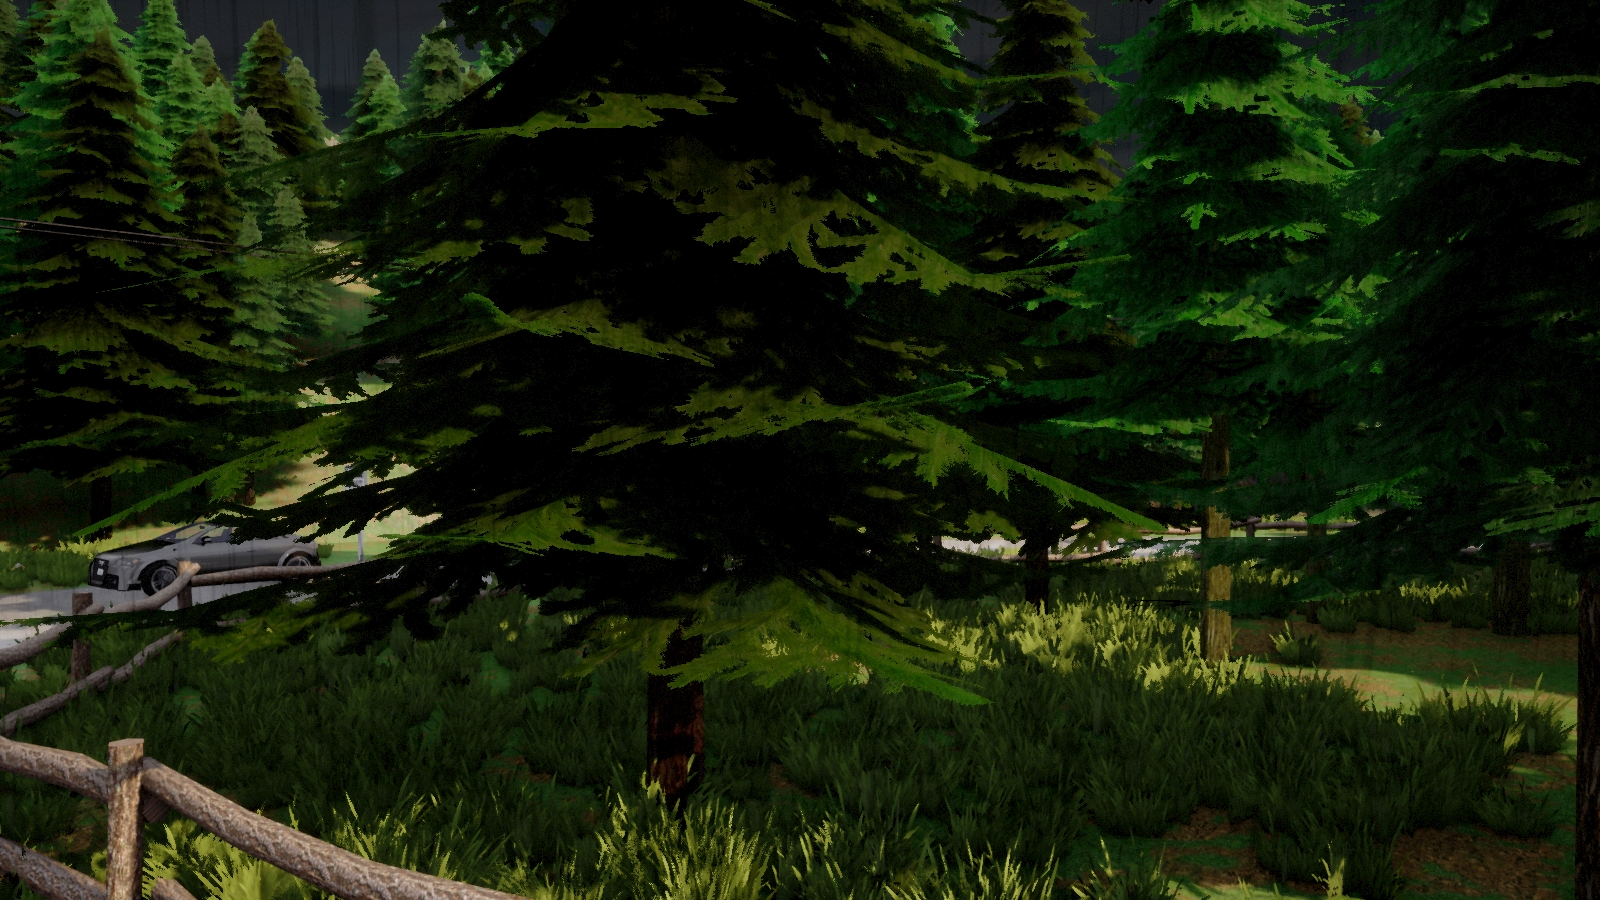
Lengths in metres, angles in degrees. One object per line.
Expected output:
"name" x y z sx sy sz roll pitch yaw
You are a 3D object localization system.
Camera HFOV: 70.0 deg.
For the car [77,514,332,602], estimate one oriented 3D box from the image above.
"car" -12.055 2.119 23.321 1.994 1.385 4.181 0 0 41
